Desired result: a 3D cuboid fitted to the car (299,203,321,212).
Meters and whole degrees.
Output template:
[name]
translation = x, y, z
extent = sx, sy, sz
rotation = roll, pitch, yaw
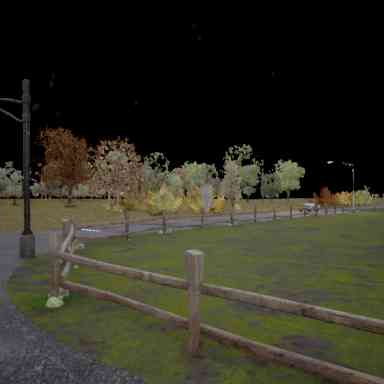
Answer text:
[car]
translation = 18.819, 2.449, 53.000
extent = 2.033, 1.411, 5.357
rotation = -1, -2, 40
